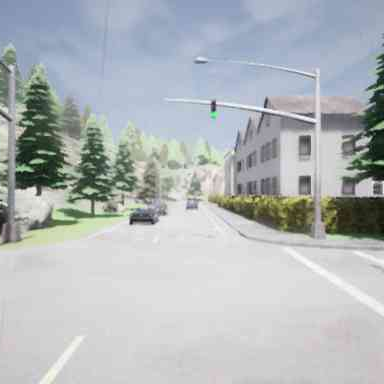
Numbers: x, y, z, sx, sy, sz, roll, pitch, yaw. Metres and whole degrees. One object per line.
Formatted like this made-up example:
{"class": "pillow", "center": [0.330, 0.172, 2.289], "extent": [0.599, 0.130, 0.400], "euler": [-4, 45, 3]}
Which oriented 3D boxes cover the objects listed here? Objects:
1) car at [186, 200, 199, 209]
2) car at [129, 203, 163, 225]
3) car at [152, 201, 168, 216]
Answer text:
{"class": "car", "center": [0.029, 1.861, 50.074], "extent": [2.033, 1.411, 5.357], "euler": [0, 0, 0]}
{"class": "car", "center": [-3.635, 1.761, 25.880], "extent": [1.895, 1.301, 4.718], "euler": [0, 0, 0]}
{"class": "car", "center": [-3.634, 1.716, 36.072], "extent": [2.128, 1.511, 4.902], "euler": [0, 0, 0]}
